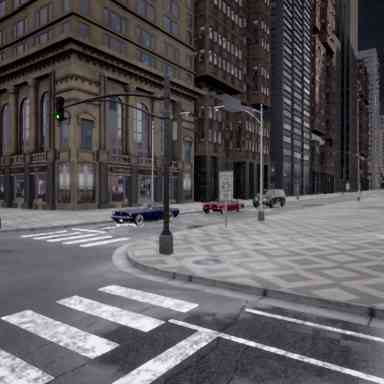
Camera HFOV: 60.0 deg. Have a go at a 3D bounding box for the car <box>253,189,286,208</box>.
[{"bbox_3d":[8.998,0.697,38.346,2.150,2.045,5.566,0,1,36],"label":"car"}]

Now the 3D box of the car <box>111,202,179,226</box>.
[{"bbox_3d":[-2.943,1.351,21.606,1.895,1.301,4.718,0,1,36],"label":"car"}]

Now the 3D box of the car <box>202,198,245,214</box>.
[{"bbox_3d":[2.859,1.218,29.740,1.895,1.301,4.718,0,1,35],"label":"car"}]
